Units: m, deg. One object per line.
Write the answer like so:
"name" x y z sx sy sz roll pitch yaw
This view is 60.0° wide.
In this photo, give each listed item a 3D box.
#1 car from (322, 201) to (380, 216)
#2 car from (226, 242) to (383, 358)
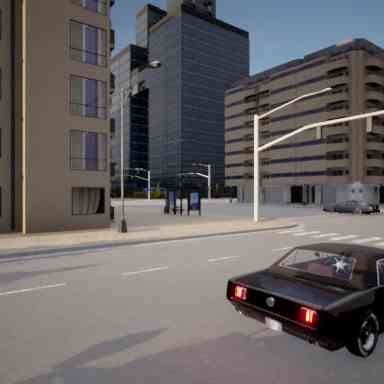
"car" 16.187 1.600 34.067 2.033 1.411 5.357 0 0 -36
"car" 2.954 1.601 6.035 4.718 1.301 1.895 0 0 -36
